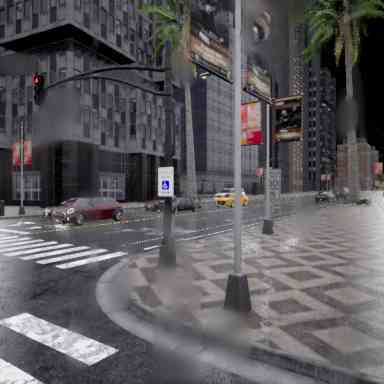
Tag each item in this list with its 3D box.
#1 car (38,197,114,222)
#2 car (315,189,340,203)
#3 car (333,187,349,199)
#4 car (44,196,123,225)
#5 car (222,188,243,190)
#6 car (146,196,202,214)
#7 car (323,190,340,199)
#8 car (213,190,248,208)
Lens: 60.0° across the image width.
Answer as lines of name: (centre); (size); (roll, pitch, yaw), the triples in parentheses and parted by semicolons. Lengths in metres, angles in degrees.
car: (-8.423, 1.182, 24.563); (2.128, 1.511, 4.902); (0, 1, 36)
car: (17.858, 0.677, 44.459); (1.837, 1.490, 4.892); (0, 1, 35)
car: (23.720, 0.231, 52.739); (2.150, 2.045, 5.566); (0, 1, 36)
car: (-6.659, 1.075, 21.450); (2.097, 1.767, 4.553); (0, 1, 35)
car: (4.930, 0.514, 43.389); (2.150, 2.045, 5.566); (0, 1, 36)
car: (-1.182, 1.103, 29.182); (2.033, 1.411, 5.357); (0, 1, 35)
car: (25.807, 0.352, 61.297); (1.882, 1.535, 5.008); (0, 1, 36)
car: (4.525, 0.864, 37.220); (1.882, 1.535, 5.008); (0, 1, 35)
